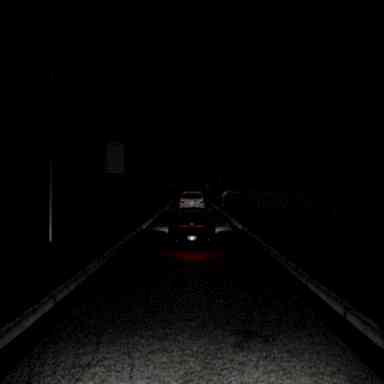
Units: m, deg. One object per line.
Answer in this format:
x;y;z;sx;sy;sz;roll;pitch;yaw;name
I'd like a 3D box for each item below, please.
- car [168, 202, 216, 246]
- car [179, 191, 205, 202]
0.000;1.412;14.646;1.837;1.490;4.892;0;1;0;car
0.000;0.939;29.683;2.150;2.045;5.566;0;1;0;car
